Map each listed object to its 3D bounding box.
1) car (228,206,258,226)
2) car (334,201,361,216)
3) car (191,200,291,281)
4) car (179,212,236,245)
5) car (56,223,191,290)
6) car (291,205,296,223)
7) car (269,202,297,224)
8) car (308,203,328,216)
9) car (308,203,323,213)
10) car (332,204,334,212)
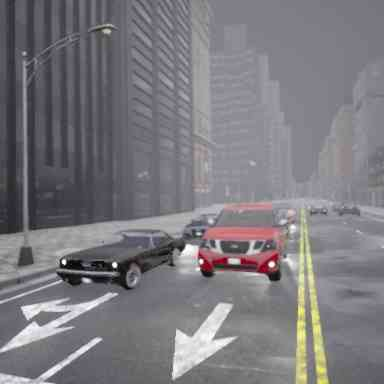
[{"bbox_3d":[4.489,2.028,28.936,1.812,1.442,4.674,-1,-1,18],"label":"car"},{"bbox_3d":[17.970,1.811,38.323,2.097,1.767,4.553,-1,-1,18],"label":"car"},{"bbox_3d":[1.914,1.415,10.930,2.150,2.045,5.566,-1,-1,18],"label":"car"},{"bbox_3d":[0.987,1.919,18.412,1.994,1.385,4.181,-1,-1,19],"label":"car"},{"bbox_3d":[-1.801,1.838,10.062,1.895,1.301,4.718,-1,-1,19],"label":"car"},{"bbox_3d":[5.048,1.817,20.345,2.128,1.511,4.902,-1,-1,18],"label":"car"},{"bbox_3d":[8.254,1.812,29.972,2.097,1.767,4.553,-1,-1,19],"label":"car"},{"bbox_3d":[14.804,2.126,38.991,1.895,1.301,4.718,-1,-1,19],"label":"car"},{"bbox_3d":[17.807,2.251,48.124,1.895,1.301,4.718,-1,-1,19],"label":"car"},{"bbox_3d":[20.845,2.178,46.966,1.895,1.301,4.718,-1,-1,19],"label":"car"}]
